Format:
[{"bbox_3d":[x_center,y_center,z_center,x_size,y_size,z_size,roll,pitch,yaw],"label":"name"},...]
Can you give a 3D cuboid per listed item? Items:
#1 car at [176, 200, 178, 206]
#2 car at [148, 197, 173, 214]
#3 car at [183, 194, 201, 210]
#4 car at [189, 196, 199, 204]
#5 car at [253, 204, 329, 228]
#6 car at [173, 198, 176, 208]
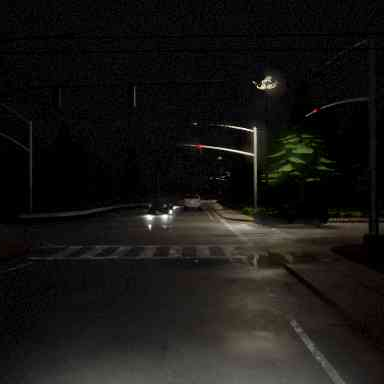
[{"bbox_3d":[-3.509,1.724,56.641,1.994,1.385,4.181,0,0,1],"label":"car"},{"bbox_3d":[-3.613,1.464,36.691,2.097,1.767,4.553,0,0,0],"label":"car"},{"bbox_3d":[0.052,1.333,44.175,2.150,2.045,5.566,0,0,0],"label":"car"},{"bbox_3d":[0.514,1.648,69.398,1.882,1.535,5.008,0,0,2],"label":"car"},{"bbox_3d":[6.534,1.556,22.128,4.892,1.490,1.837,0,0,1],"label":"car"},{"bbox_3d":[-3.599,1.641,46.562,1.837,1.490,4.892,0,0,0],"label":"car"}]
